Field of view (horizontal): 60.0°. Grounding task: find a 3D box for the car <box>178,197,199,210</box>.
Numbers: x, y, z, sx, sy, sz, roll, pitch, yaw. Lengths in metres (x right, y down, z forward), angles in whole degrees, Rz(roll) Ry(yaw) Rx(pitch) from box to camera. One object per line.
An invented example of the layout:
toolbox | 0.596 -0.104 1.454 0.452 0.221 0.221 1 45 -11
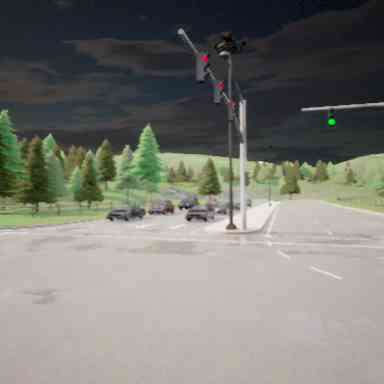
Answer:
car | -0.416 1.836 52.438 2.150 2.045 5.566 -1 -1 15

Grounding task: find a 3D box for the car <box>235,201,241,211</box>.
car | 6.316 2.065 50.485 1.812 1.442 4.674 -1 -1 15

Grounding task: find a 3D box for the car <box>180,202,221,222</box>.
car | 0.904 1.897 30.676 2.033 1.411 5.357 -1 -1 15

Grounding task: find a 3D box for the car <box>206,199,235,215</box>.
car | 3.464 1.931 40.050 2.128 1.511 4.902 -1 -1 16

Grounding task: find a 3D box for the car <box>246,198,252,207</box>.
car | 10.725 2.056 65.965 2.097 1.767 4.553 -1 -1 16

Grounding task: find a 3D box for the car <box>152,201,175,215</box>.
car | -3.674 1.851 40.503 2.097 1.767 4.553 -1 -1 15

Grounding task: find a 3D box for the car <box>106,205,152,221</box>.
car | -6.087 1.962 31.640 2.033 1.411 5.357 -1 -1 15
